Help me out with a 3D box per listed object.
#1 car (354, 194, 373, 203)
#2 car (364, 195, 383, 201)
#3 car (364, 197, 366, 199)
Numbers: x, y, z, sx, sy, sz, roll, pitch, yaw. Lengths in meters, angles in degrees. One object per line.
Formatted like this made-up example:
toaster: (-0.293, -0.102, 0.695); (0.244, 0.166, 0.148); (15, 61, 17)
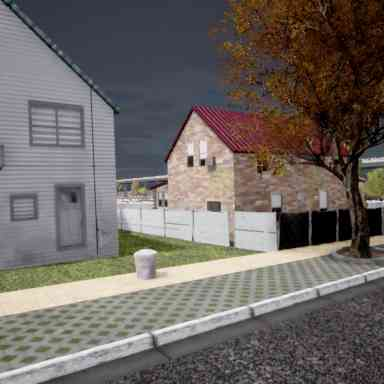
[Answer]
car: (38.557, 1.438, 74.903); (2.097, 1.767, 4.553); (-2, 0, 0)
car: (31.905, 1.813, 59.171); (1.812, 1.442, 4.674); (-2, 0, 1)
car: (28.651, 1.963, 59.499); (1.994, 1.385, 4.181); (-2, 0, 1)
